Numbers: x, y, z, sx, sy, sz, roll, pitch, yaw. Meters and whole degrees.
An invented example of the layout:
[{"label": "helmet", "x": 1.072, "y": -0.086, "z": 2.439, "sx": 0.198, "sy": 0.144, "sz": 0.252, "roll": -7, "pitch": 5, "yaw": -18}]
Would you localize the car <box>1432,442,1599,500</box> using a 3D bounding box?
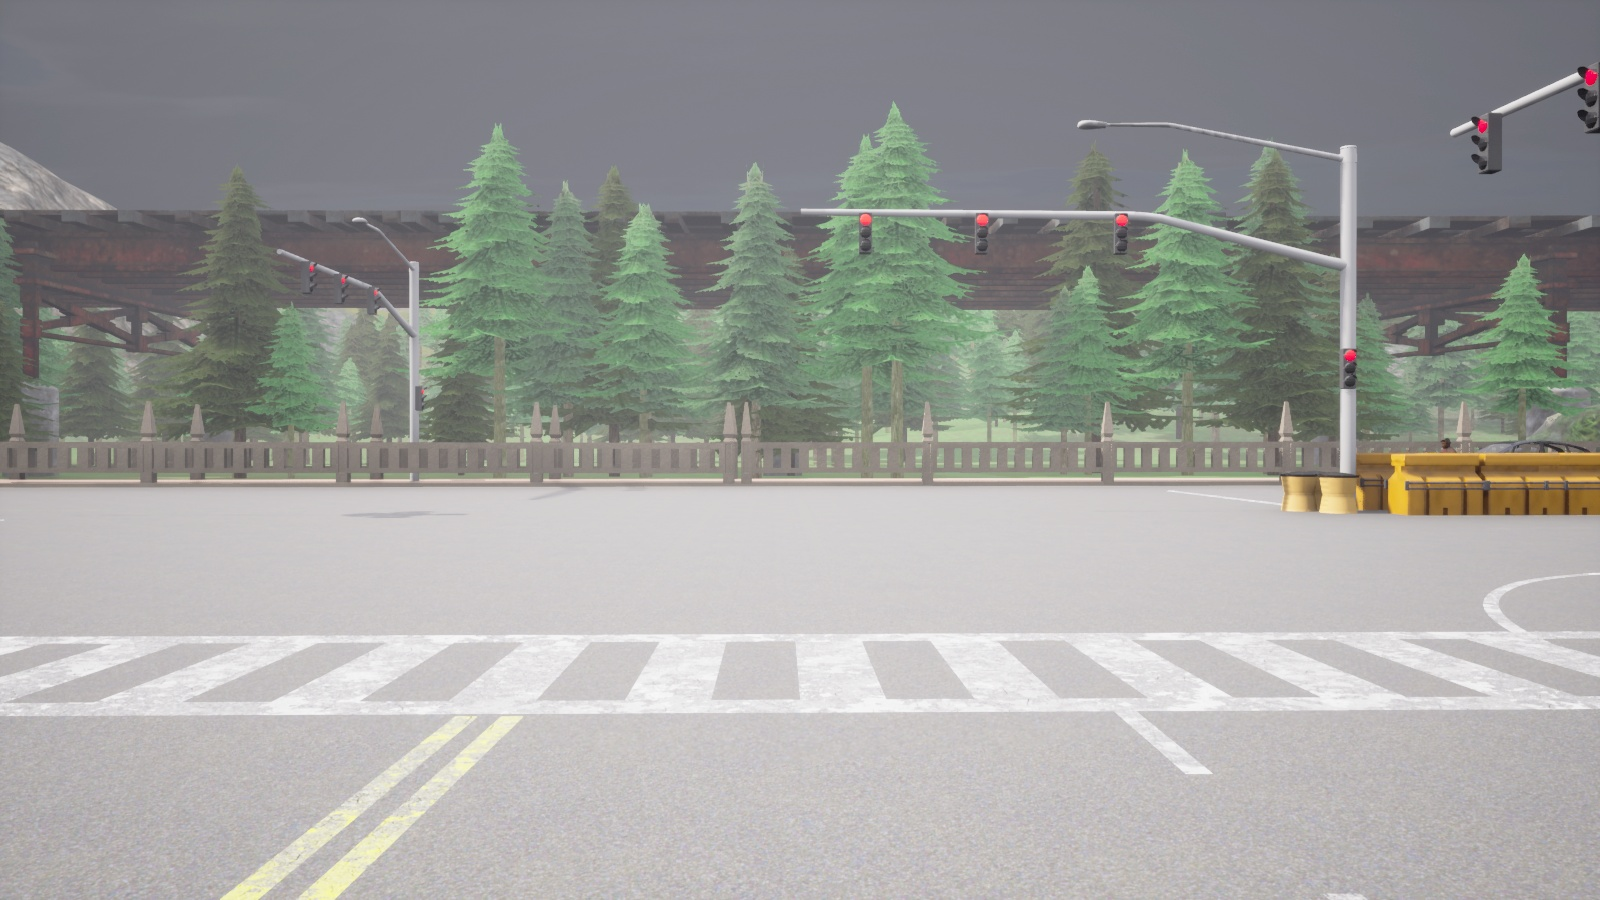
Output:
[{"label": "car", "x": 19.571, "y": 0.547, "z": 34.279, "sx": 3.705, "sy": 1.549, "sz": 1.789, "roll": 0, "pitch": 0, "yaw": -1}]
